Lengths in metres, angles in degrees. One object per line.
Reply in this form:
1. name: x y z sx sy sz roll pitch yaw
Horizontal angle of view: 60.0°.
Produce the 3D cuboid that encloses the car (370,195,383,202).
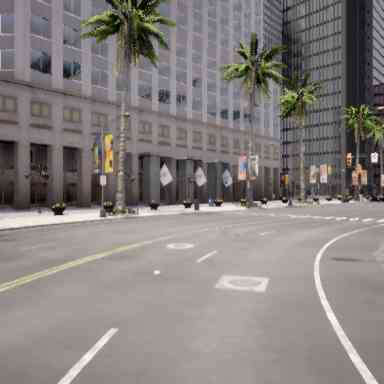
1. car: 40.421 1.484 72.304 2.161 1.482 4.786 0 0 44
